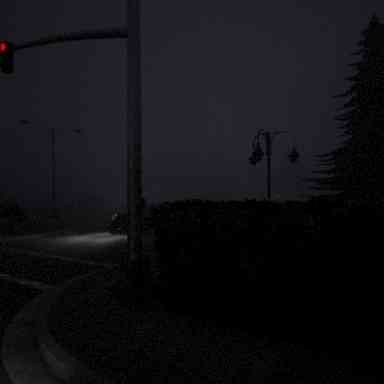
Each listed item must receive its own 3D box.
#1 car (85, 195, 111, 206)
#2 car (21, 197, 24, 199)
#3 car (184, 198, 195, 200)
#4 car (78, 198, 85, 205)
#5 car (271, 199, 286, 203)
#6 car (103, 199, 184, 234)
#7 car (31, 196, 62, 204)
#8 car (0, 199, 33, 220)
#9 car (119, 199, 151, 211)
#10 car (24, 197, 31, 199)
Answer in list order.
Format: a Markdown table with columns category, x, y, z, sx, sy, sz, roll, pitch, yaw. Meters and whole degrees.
| category | x | y | z | sx | sy | sz | roll | pitch | yaw |
| --- | --- | --- | --- | --- | --- | --- | --- | --- | --- |
| car | -15.912 | 1.462 | 58.647 | 1.932 | 1.855 | 4.605 | -1 | 0 | 35 |
| car | -23.559 | 1.656 | 41.365 | 1.845 | 1.501 | 3.633 | -1 | 0 | 35 |
| car | -0.745 | 1.593 | 47.904 | 1.845 | 1.501 | 3.633 | -1 | 0 | 35 |
| car | -18.531 | 1.464 | 59.970 | 1.905 | 1.878 | 3.866 | -1 | 0 | 35 |
| car | 9.852 | 1.602 | 38.755 | 2.128 | 1.511 | 4.902 | -1 | 0 | 35 |
| car | -2.780 | 1.463 | 20.348 | 2.097 | 1.767 | 4.553 | -1 | -1 | 34 |
| car | -29.026 | 1.641 | 67.288 | 2.152 | 1.636 | 5.027 | -1 | 0 | 35 |
| car | -15.628 | 1.558 | 26.543 | 2.007 | 1.523 | 4.514 | -1 | 0 | 35 |
| car | -7.434 | 1.627 | 43.521 | 1.970 | 1.475 | 3.806 | -1 | 0 | 35 |
| car | -34.474 | 1.770 | 70.692 | 1.970 | 1.475 | 3.806 | -1 | 0 | 35 |
